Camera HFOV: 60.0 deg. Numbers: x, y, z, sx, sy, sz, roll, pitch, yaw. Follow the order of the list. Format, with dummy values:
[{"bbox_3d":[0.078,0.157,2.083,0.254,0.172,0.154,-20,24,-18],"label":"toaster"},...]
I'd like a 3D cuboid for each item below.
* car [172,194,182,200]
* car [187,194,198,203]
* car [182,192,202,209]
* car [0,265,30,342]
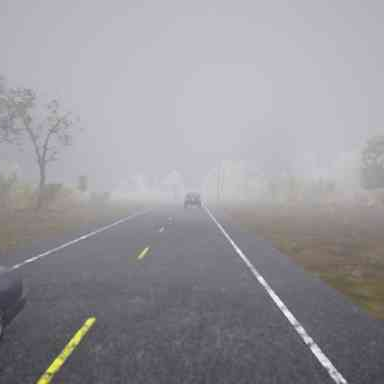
[{"bbox_3d":[-3.498,1.215,78.198,1.994,1.385,4.181,0,0,0],"label":"car"},{"bbox_3d":[0.102,1.223,62.507,1.882,1.535,5.008,0,0,0],"label":"car"},{"bbox_3d":[0.102,1.061,43.362,2.150,2.045,5.566,0,0,0],"label":"car"},{"bbox_3d":[-3.600,1.536,3.164,2.033,1.411,5.357,0,0,0],"label":"car"}]
